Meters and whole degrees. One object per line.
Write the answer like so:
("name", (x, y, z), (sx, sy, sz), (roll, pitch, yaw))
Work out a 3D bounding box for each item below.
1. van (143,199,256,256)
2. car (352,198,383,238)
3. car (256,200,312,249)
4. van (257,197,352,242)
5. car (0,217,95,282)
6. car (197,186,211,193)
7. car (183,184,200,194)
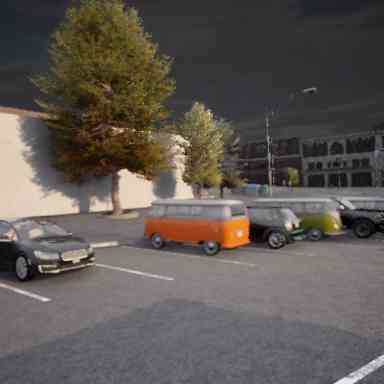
("van", (-0.015, 1.293, 13.285), (4.442, 1.987, 1.878), (-1, -1, 36))
("car", (7.593, 1.286, 18.213), (5.566, 2.045, 2.435), (-1, -1, 36))
("car", (2.602, 1.398, 14.870), (4.553, 1.767, 2.185), (-1, -1, 36))
("van", (5.170, 1.303, 16.495), (4.442, 1.987, 1.878), (-1, -1, 36))
("car", (-4.904, 1.505, 9.863), (4.892, 1.521, 2.231), (-1, -1, 36))
("car", (2.367, -0.478, 65.166), (2.163, 1.488, 4.792), (1, 6, 17))
("car", (-0.006, -0.643, 66.940), (2.231, 1.521, 4.892), (1, 6, 16))
